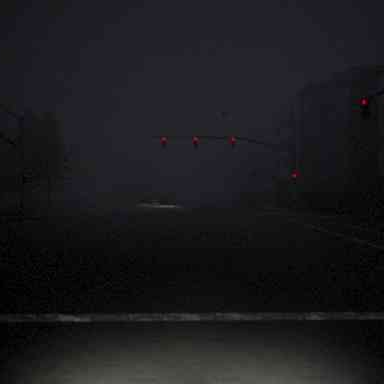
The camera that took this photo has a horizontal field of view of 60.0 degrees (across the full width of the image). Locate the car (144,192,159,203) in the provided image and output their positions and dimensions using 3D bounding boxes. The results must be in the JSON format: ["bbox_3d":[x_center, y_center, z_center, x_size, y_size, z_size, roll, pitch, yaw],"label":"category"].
[{"bbox_3d":[-6.896,0.945,56.989,2.097,1.767,4.553,0,0,0],"label":"car"}]

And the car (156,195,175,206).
[{"bbox_3d":[-3.508,1.201,47.277,1.994,1.385,4.181,0,0,0],"label":"car"}]

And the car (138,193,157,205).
[{"bbox_3d":[-6.991,1.157,50.850,2.033,1.411,5.357,0,1,0],"label":"car"}]
